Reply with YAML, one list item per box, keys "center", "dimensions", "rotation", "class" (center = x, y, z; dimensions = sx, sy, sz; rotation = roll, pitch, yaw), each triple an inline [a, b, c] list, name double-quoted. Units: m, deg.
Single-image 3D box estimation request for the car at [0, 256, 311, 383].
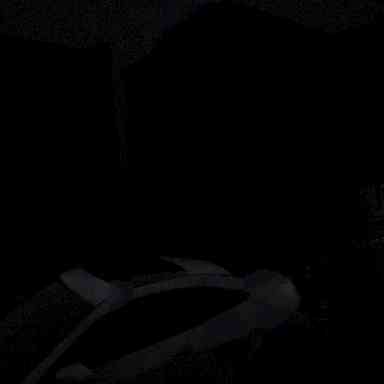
- center: [-0.789, 1.456, 3.118]
  dimensions: [4.674, 1.442, 1.812]
  rotation: [-3, 2, -35]
  class: "car"
